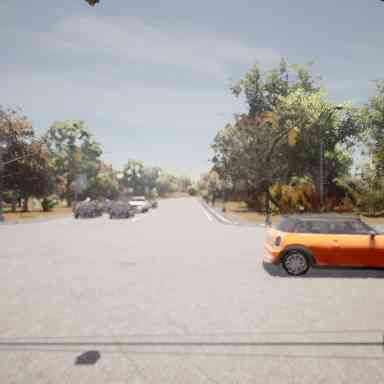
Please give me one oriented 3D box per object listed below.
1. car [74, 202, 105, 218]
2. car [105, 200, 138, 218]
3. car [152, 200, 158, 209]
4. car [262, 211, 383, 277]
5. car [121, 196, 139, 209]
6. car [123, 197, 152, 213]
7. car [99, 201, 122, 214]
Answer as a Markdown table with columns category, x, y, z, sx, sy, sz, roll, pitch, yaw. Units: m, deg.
| category | x | y | z | sx | sy | sz | roll | pitch | yaw |
| --- | --- | --- | --- | --- | --- | --- | --- | --- | --- |
| car | -10.597 | 1.862 | 34.336 | 1.837 | 1.490 | 4.892 | 0 | -1 | 0 |
| car | -7.097 | 1.859 | 34.073 | 1.837 | 1.490 | 4.892 | 0 | -1 | 0 |
| car | -7.025 | 2.091 | 57.841 | 2.128 | 1.511 | 4.902 | 0 | -1 | 0 |
| car | 4.518 | 1.456 | 10.043 | 4.553 | 1.767 | 2.097 | 0 | -1 | 3 |
| car | -10.522 | 1.810 | 56.968 | 2.150 | 2.045 | 5.566 | 0 | 0 | 0 |
| car | -7.083 | 1.677 | 43.914 | 2.150 | 2.045 | 5.566 | 0 | -1 | 1 |
| car | -10.587 | 1.959 | 43.744 | 1.837 | 1.490 | 4.892 | 0 | -1 | 0 |
